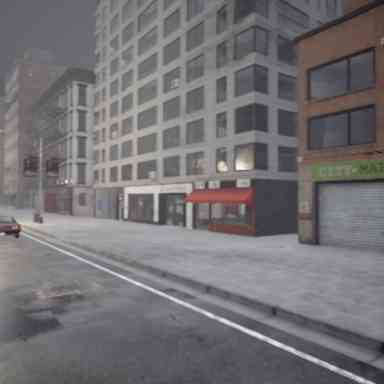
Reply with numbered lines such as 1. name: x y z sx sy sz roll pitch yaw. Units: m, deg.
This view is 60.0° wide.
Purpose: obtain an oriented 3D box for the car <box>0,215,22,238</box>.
1. car: -11.561 2.025 19.794 1.895 1.301 4.718 1 -2 -36
